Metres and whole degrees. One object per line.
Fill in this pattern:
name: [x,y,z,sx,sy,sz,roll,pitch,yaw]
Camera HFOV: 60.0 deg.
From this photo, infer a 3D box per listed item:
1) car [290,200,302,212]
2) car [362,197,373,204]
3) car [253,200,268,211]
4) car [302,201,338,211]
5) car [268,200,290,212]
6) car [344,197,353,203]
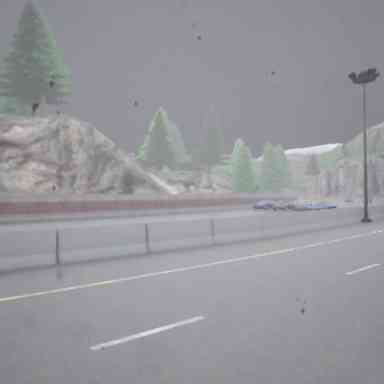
car: [14.255,1.812,41.112,1.812,1.442,4.674,-1,-1,40]
car: [36.858,1.796,69.866,1.837,1.490,4.892,-1,-1,27]
car: [10.534,1.864,47.565,1.882,1.535,5.008,-1,-1,39]
car: [13.981,1.710,35.463,1.882,1.535,5.008,-1,-1,42]
car: [12.383,1.840,44.297,1.837,1.490,4.892,-1,-1,40]
car: [35.813,1.936,76.110,1.837,1.490,4.892,-1,-1,23]
